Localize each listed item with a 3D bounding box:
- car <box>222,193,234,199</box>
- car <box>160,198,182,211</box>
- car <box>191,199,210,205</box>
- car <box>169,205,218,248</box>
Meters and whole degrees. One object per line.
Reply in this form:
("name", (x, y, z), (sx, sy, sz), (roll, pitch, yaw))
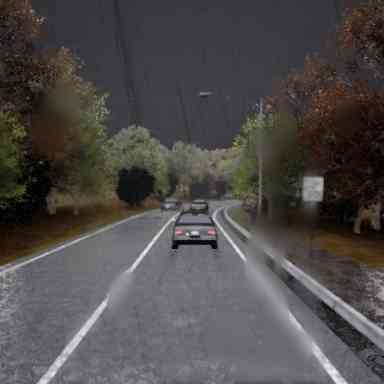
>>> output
("car", (8.564, 0.937, 78.092), (2.097, 1.767, 4.553), (2, 1, 24))
("car", (-2.380, 1.421, 38.999), (2.128, 1.511, 4.902), (1, 0, 8))
("car", (0.854, 1.456, 34.677), (2.128, 1.511, 4.902), (0, 0, 5))
("car", (0.112, 1.527, 14.537), (2.033, 1.411, 5.357), (0, 0, 0))
